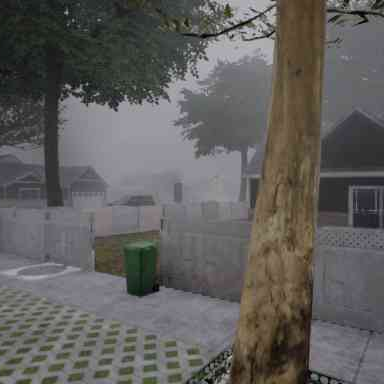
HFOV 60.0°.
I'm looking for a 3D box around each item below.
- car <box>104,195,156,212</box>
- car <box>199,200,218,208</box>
[{"bbox_3d":[-5.790,1.301,31.434,2.150,2.045,5.566,1,0,35],"label":"car"},{"bbox_3d":[2.237,1.692,42.996,1.994,1.385,4.181,1,0,35],"label":"car"}]
